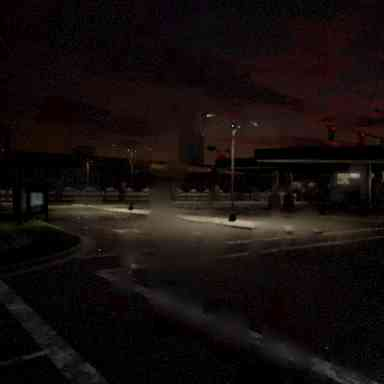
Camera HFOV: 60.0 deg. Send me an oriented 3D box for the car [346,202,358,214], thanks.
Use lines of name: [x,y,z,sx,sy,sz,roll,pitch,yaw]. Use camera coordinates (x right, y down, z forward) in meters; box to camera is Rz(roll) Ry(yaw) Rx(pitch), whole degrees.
car: [19.089,1.990,42.689,1.970,1.475,3.806,1,-1,-35]

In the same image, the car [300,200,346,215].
car: [14.825,1.753,38.769,2.242,1.667,4.611,1,-1,-35]
